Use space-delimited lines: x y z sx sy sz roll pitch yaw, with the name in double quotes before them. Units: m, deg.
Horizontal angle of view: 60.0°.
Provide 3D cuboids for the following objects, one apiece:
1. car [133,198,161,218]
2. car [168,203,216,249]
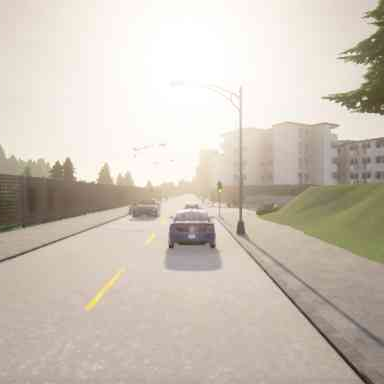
"car" -4.000 1.402 30.030 2.097 1.767 4.553 0 0 0
"car" 0.000 1.483 14.650 1.882 1.535 5.008 0 0 0
